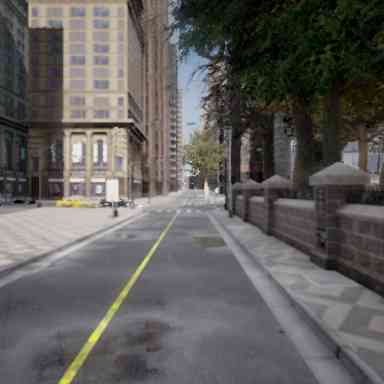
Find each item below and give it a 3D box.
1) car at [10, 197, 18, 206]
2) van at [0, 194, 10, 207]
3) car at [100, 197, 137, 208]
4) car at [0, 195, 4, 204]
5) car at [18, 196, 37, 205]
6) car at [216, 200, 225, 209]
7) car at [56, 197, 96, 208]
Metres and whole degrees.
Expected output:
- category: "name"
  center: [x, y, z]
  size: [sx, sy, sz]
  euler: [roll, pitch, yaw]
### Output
- category: "car"
  center: [-27.024, 1.282, 45.675]
  size: [4.674, 1.442, 1.812]
  euler: [2, 0, 0]
- category: "van"
  center: [-26.349, 1.059, 42.915]
  size: [3.998, 1.788, 1.690]
  euler: [1, -1, 0]
- category: "car"
  center: [-10.054, 1.449, 45.574]
  size: [4.892, 1.490, 1.837]
  euler: [2, 0, 0]
- category: "car"
  center: [-31.927, 1.186, 51.472]
  size: [4.507, 1.381, 1.887]
  euler: [1, -1, 0]
- category: "car"
  center: [-26.311, 1.277, 51.439]
  size: [4.313, 1.339, 1.947]
  euler: [1, -1, 0]
- category: "car"
  center: [5.622, 1.600, 45.484]
  size: [4.718, 1.301, 1.895]
  euler: [1, 0, 0]
- category: "car"
  center: [-14.941, 1.365, 42.847]
  size: [4.829, 1.417, 1.752]
  euler: [1, -1, 0]
